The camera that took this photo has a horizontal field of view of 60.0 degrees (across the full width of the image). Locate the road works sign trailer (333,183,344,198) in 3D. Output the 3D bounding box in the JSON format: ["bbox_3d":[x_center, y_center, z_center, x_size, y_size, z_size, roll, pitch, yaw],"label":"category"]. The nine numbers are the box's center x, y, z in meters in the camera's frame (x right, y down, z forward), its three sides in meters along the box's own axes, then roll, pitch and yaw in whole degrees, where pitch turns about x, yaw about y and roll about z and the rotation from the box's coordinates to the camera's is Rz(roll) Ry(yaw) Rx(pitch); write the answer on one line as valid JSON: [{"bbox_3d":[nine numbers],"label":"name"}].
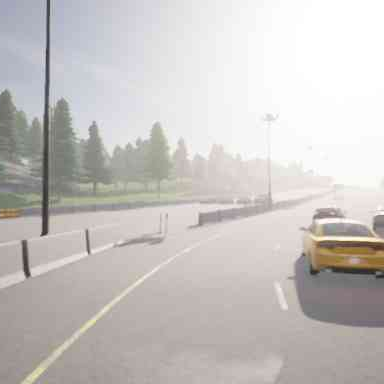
[{"bbox_3d":[36.117,-0.291,81.962,2.380,3.560,2.880,-2,3,26],"label":"road works sign trailer"}]

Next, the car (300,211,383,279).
[{"bbox_3d":[4.557,1.573,10.508,1.882,1.535,5.008,0,-1,14],"label":"car"}]

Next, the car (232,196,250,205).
[{"bbox_3d":[9.672,1.530,61.422,1.882,1.535,5.008,0,1,28],"label":"car"}]

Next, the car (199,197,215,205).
[{"bbox_3d":[3.356,1.638,64.400,2.033,1.411,5.357,0,1,28],"label":"car"}]

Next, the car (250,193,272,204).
[{"bbox_3d":[12.788,1.256,59.827,2.150,2.045,5.566,0,1,28],"label":"car"}]

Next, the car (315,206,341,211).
[{"bbox_3d":[9.358,1.695,22.743,1.837,1.490,4.892,0,0,28],"label":"car"}]

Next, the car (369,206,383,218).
[{"bbox_3d":[12.544,1.663,21.287,2.128,1.511,4.902,0,0,28],"label":"car"}]

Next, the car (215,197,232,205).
[{"bbox_3d":[6.518,1.634,62.929,1.994,1.385,4.181,0,1,28],"label":"car"}]
